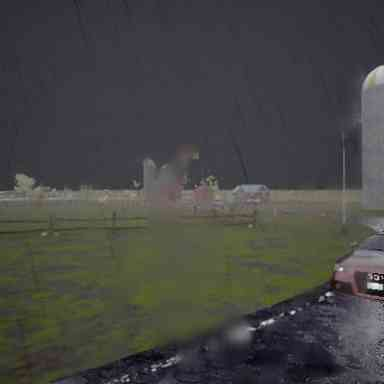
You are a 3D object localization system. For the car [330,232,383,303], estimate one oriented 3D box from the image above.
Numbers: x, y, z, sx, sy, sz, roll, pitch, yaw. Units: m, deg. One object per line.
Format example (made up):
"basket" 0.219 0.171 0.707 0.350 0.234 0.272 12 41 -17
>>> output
"car" 4.945 1.703 8.033 1.994 1.385 4.181 0 -1 42

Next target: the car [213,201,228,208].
"car" 6.687 2.994 78.552 1.882 1.535 5.008 0 -1 -25
